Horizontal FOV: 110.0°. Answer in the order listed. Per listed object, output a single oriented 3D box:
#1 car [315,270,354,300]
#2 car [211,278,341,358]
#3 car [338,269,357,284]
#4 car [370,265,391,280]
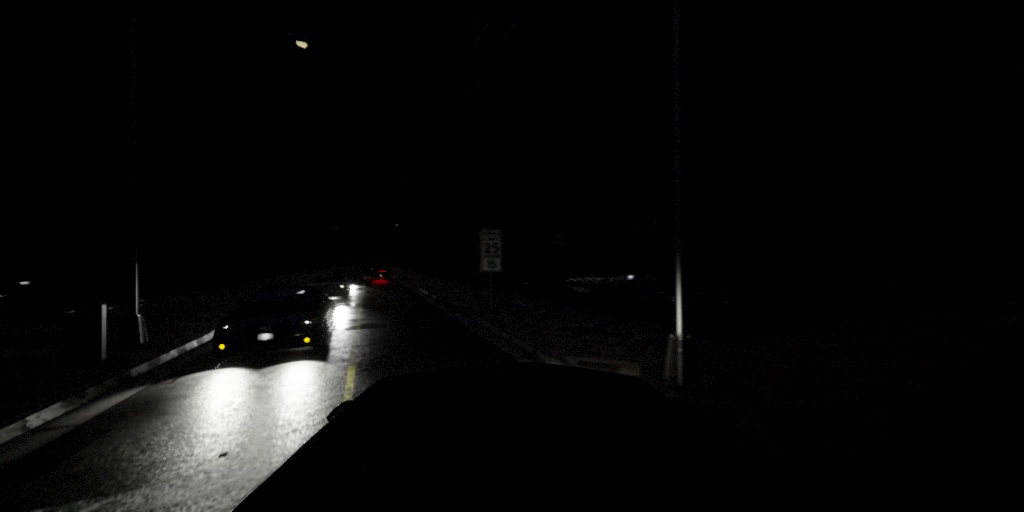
[{"bbox_3d":[-9.909,1.630,19.581,1.895,1.301,4.718,0,-1,-21],"label":"car"},{"bbox_3d":[-5.621,1.440,8.968,1.994,1.385,4.181,0,-1,-22],"label":"car"},{"bbox_3d":[-14.865,1.809,31.943,1.895,1.301,4.718,0,-1,-22],"label":"car"},{"bbox_3d":[-14.378,1.789,39.127,1.837,1.490,4.892,0,-1,-21],"label":"car"}]
